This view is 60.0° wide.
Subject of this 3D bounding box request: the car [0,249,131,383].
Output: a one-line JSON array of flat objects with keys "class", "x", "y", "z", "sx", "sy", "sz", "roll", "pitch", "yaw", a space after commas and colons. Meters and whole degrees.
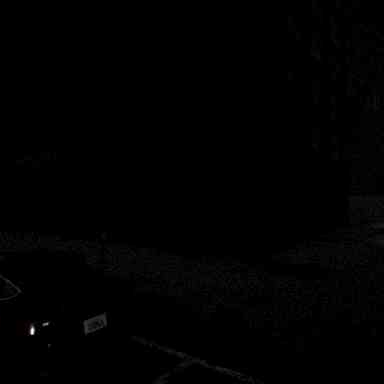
[{"class": "car", "x": -2.815, "y": 1.566, "z": 5.076, "sx": 4.313, "sy": 1.339, "sz": 1.947, "roll": 0, "pitch": 0, "yaw": 35}]
